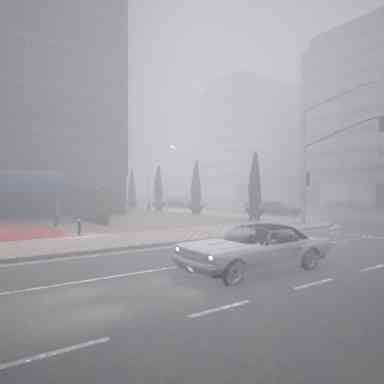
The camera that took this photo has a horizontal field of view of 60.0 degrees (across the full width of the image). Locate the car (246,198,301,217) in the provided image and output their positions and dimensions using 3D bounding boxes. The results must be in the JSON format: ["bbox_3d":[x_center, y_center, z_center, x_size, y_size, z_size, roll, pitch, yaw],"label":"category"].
[{"bbox_3d":[8.156,1.547,32.292,2.033,1.411,5.357,0,0,-34],"label":"car"}]

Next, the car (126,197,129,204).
[{"bbox_3d":[-12.391,1.621,61.926,1.895,1.301,4.718,0,0,-35],"label":"car"}]

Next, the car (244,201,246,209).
[{"bbox_3d":[8.173,1.478,38.419,1.882,1.535,5.008,0,0,-35],"label":"car"}]

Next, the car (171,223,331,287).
[{"bbox_3d":[1.790,1.601,9.479,4.718,1.301,1.895,0,0,-34],"label":"car"}]

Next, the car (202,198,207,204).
[{"bbox_3d":[0.895,1.564,61.402,1.994,1.385,4.181,0,0,-34],"label":"car"}]

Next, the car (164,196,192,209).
[{"bbox_3d":[-1.434,1.351,46.069,2.097,1.767,4.553,0,0,-35],"label":"car"}]

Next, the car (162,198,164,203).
[{"bbox_3d":[-4.763,1.600,69.567,1.895,1.301,4.718,0,0,-34],"label":"car"}]

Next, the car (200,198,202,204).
[{"bbox_3d":[-1.261,1.547,51.939,2.033,1.411,5.357,0,0,-35],"label":"car"}]
